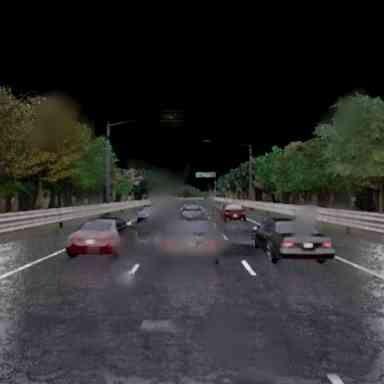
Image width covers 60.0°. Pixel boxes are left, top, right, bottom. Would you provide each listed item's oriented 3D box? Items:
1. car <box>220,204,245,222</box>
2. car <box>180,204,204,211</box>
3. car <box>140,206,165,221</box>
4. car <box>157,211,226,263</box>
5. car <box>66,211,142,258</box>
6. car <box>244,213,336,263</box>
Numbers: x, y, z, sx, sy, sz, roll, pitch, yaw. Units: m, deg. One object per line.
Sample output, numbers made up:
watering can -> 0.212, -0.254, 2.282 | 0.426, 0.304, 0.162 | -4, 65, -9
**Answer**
car -> 3.522, 1.775, 29.254 | 1.882, 1.535, 5.008 | 0, 0, 1
car -> 0.013, 1.783, 28.500 | 2.128, 1.511, 4.902 | 0, 0, 0
car -> -3.487, 1.855, 28.527 | 1.994, 1.385, 4.181 | 0, -1, 1
car -> 0.005, 1.676, 12.520 | 2.033, 1.411, 5.357 | 0, -1, 0
car -> -3.483, 1.702, 13.461 | 1.994, 1.385, 4.181 | 0, 0, 0
car -> 3.505, 1.676, 12.517 | 2.033, 1.411, 5.357 | 0, -1, 0
